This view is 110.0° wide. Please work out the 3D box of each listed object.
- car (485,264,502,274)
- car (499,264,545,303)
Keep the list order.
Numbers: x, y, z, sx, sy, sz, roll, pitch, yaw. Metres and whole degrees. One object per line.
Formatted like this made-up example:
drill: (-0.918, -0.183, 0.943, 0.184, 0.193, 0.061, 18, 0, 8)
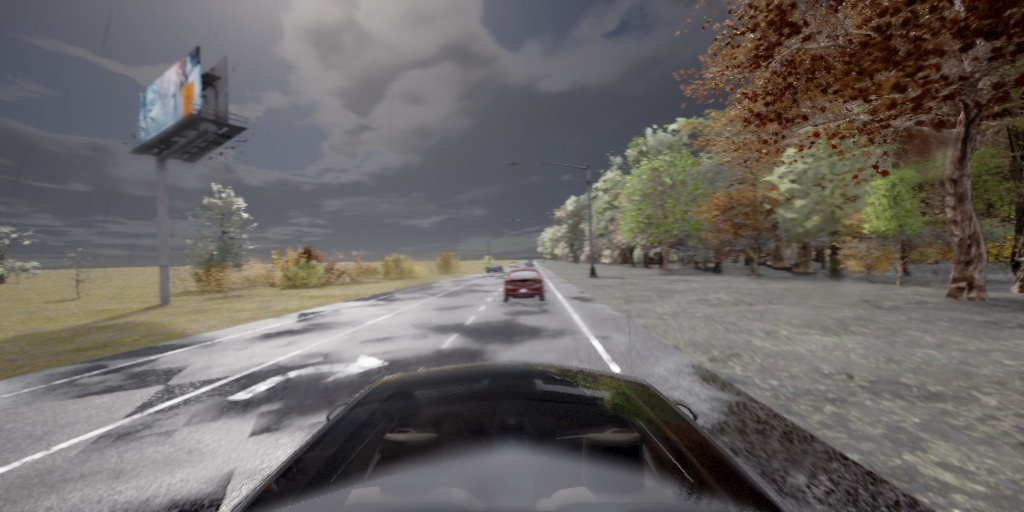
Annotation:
car: (-2.485, 1.879, 52.229, 2.033, 1.411, 5.357, -2, -1, 10)
car: (0.636, 1.359, 17.949, 1.882, 1.535, 5.008, -2, -1, 3)
